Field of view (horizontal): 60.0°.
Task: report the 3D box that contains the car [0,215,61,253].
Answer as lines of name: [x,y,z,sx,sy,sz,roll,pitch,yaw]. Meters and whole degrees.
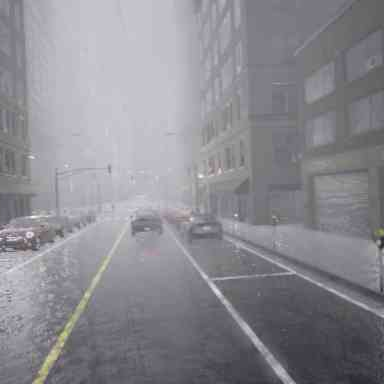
car: [-8.030,1.938,16.083,1.967,1.590,4.097,-3,-1,-8]

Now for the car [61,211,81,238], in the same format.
car: [-8.830,2.159,21.527,1.947,1.339,4.313,-3,-1,-8]

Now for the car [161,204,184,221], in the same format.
car: [-2.017,2.019,33.670,1.887,1.381,4.507,-3,-1,-8]

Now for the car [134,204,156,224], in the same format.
car: [-4.408,2.016,31.284,1.882,1.535,5.008,-2,-1,-8]

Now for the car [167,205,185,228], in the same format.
car: [-0.404,1.828,22.780,1.887,1.381,4.507,-3,-1,-8]

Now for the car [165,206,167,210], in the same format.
car: [-1.211,1.924,28.225,1.887,1.381,4.507,-3,-1,-8]

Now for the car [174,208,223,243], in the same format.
car: [0.403,1.754,17.335,1.947,1.339,4.313,-3,-1,-8]

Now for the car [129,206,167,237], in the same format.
car: [-2.855,1.861,21.001,1.837,1.490,4.892,-2,-1,-8]

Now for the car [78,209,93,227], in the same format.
car: [-9.637,2.240,26.972,2.008,1.369,4.403,-3,-1,-8]

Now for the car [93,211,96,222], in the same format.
car: [-10.444,2.329,32.417,1.887,1.381,4.507,-3,-1,-8]
